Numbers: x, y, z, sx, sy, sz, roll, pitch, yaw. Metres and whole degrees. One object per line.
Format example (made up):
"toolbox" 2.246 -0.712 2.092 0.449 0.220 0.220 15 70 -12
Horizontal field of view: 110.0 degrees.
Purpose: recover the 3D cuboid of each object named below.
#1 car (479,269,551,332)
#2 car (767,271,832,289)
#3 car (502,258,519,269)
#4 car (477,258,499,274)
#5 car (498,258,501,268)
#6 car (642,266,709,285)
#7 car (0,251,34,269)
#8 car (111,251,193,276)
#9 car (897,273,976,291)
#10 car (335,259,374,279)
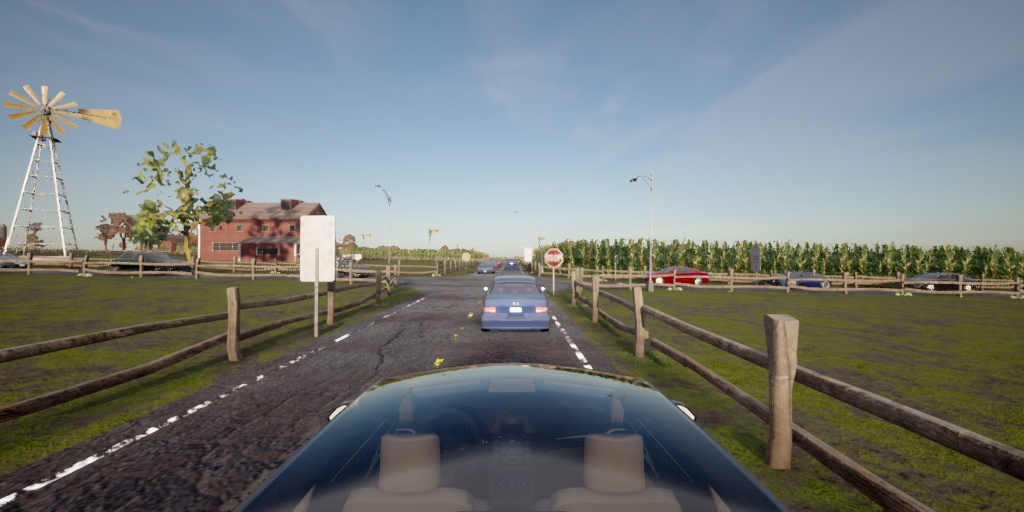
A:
"car" 0.081 1.299 10.851 2.033 1.411 5.357 0 0 0
"car" 23.070 1.903 28.878 4.181 1.385 1.994 1 -1 0
"car" -0.020 1.131 53.096 2.097 1.767 4.553 0 0 0
"car" -2.933 1.315 41.862 2.033 1.411 5.357 0 0 0
"car" -2.949 1.303 51.501 1.812 1.442 4.674 0 0 0
"car" 13.143 1.587 28.930 5.008 1.535 1.882 1 -1 0
"car" -38.249 0.370 26.296 4.902 1.511 2.128 1 -1 1
"car" -26.156 0.508 26.219 4.553 1.767 2.097 1 -1 0
"car" 34.025 2.097 28.800 4.892 1.490 1.837 2 -1 1
"car" -12.621 0.978 26.134 4.892 1.490 1.837 1 -1 0
